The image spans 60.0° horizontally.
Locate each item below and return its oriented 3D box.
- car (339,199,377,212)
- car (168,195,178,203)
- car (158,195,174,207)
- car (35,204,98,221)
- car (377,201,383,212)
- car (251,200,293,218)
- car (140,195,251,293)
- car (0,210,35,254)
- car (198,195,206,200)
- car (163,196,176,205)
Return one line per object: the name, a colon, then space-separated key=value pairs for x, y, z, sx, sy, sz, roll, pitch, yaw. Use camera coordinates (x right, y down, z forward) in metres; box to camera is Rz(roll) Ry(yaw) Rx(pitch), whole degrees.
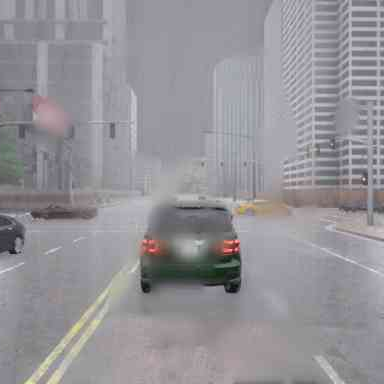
car: x=19.466 y=1.547 z=37.347 sx=5.357 sy=1.411 sz=2.033 roll=0 pitch=0 yaw=-1
car: x=-4.105 y=1.500 z=72.166 sx=1.837 sy=1.490 sz=4.892 roll=0 pitch=0 yaw=0
car: x=-4.026 y=1.352 z=52.238 sx=2.097 sy=1.767 sz=4.553 roll=0 pitch=0 yaw=0
car: x=-9.933 y=1.601 z=26.237 sx=4.718 sy=1.301 sz=1.895 roll=0 pitch=0 yaw=-1
car: x=22.134 y=1.477 z=33.882 sx=5.008 sy=1.535 sz=1.882 roll=0 pitch=0 yaw=-1
car: x=6.491 y=1.477 z=29.966 sx=5.008 sy=1.535 sz=1.882 roll=0 pitch=0 yaw=-1
car: x=-0.021 y=1.221 z=8.980 sx=2.150 sy=2.045 sz=5.566 roll=0 pitch=0 yaw=0
car: x=-7.161 y=1.503 z=10.616 sx=1.837 sy=1.490 sz=4.892 roll=0 pitch=0 yaw=-1
car: x=2.737 y=1.500 z=90.590 sx=1.837 sy=1.490 sz=4.892 roll=0 pitch=0 yaw=0
car: x=-4.082 y=1.547 z=61.861 sx=2.033 sy=1.411 sz=5.357 roll=0 pitch=0 yaw=0
